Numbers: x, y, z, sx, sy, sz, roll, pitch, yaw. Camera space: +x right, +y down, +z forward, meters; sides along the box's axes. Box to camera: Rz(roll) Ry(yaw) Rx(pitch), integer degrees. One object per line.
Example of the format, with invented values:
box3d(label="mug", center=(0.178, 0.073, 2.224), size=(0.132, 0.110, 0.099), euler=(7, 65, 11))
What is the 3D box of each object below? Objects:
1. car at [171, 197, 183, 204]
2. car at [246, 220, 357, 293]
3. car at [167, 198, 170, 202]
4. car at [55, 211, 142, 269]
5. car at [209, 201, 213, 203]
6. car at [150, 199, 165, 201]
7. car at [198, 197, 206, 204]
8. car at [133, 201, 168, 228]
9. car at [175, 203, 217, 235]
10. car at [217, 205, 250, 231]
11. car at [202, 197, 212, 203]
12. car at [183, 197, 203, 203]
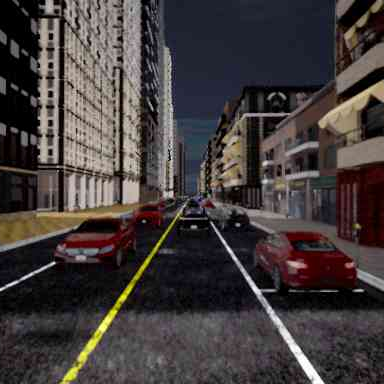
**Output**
box3d(label="car", center=(-2.976, 1.936, 73.880), size=(1.837, 1.490, 4.892), euler=(0, 0, 0))
box3d(label="car", center=(2.745, 1.641, 8.753), size=(1.802, 1.307, 4.206), euler=(0, 0, 0))
box3d(label="car", center=(-5.669, 1.954, 61.212), size=(1.887, 1.381, 4.507), euler=(0, 0, 0))
box3d(label="car", center=(-3.090, 1.602, 11.585), size=(1.812, 1.442, 4.674), euler=(0, 0, 0))
box3d(label="car", center=(2.701, 1.731, 27.318), size=(2.008, 1.369, 4.403), euler=(0, 0, 0))
box3d(label="car", center=(-5.672, 1.881, 49.915), size=(2.008, 1.369, 4.403), euler=(0, 0, 0))
box3d(label="car", center=(2.386, 2.015, 78.866), size=(1.882, 1.535, 5.008), euler=(0, 0, 0))
box3d(label="car", center=(-3.075, 1.633, 23.867), size=(1.882, 1.535, 5.008), euler=(0, -1, 0))
box3d(label="car", center=(0.105, 1.622, 19.818), size=(2.128, 1.511, 4.902), euler=(0, 0, 0))
box3d(label="car", center=(2.698, 1.694, 21.670), size=(2.008, 1.369, 4.403), euler=(0, 0, 0))
box3d(label="car", center=(2.710, 1.953, 55.561), size=(1.802, 1.307, 4.206), euler=(0, 0, 0))
box3d(label="car", center=(0.099, 1.788, 42.848), size=(1.837, 1.490, 4.892), euler=(0, 0, 0))
